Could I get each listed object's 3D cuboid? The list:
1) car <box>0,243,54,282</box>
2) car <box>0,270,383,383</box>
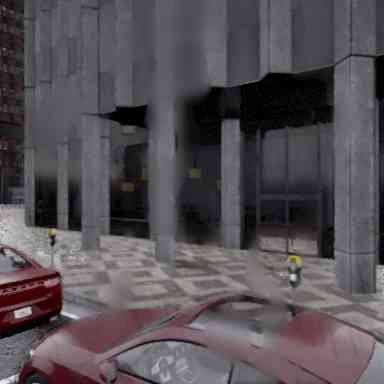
[{"bbox_3d":[-4.169,1.552,5.938,4.507,1.381,1.887,0,0,36],"label":"car"},{"bbox_3d":[0.260,1.583,2.779,4.206,1.307,1.802,0,0,36],"label":"car"}]
